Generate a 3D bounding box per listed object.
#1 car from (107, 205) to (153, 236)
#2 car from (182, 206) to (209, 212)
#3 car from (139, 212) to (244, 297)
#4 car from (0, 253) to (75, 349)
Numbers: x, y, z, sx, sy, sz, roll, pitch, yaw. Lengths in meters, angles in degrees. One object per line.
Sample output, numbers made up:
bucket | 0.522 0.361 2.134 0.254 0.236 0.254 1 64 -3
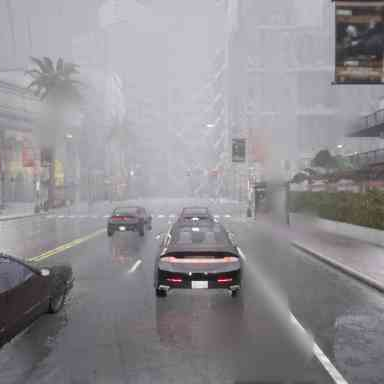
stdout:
car | -3.323 1.504 18.343 1.837 1.490 4.892 0 0 0
car | 0.174 1.505 17.962 1.837 1.490 4.892 0 0 0
car | 0.145 1.492 8.544 2.128 1.511 4.902 0 0 0
car | -3.372 1.547 4.502 2.033 1.411 5.357 0 0 0
